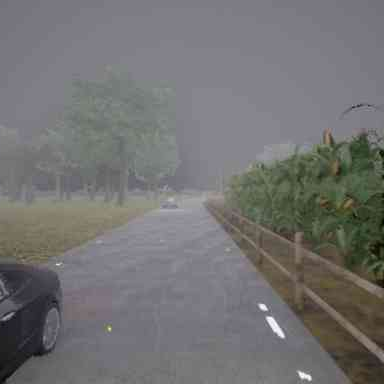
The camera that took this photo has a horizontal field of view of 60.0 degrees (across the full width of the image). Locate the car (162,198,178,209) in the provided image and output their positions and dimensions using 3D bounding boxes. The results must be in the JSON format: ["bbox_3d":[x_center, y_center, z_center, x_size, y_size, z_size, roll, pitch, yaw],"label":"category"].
[{"bbox_3d":[-2.856,1.487,44.121,1.812,1.442,4.674,0,0,0],"label":"car"}]

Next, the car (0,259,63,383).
[{"bbox_3d":[-2.850,1.518,3.336,1.812,1.442,4.674,0,0,0],"label":"car"}]
